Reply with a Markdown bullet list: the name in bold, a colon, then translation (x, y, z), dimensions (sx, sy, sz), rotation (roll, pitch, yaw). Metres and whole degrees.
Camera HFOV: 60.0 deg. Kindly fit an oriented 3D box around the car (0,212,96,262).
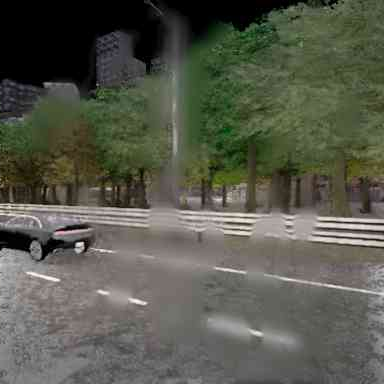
- **car**: translation (-5.603, 1.492, 12.165), dimensions (4.902, 1.511, 2.128), rotation (0, 0, 35)
